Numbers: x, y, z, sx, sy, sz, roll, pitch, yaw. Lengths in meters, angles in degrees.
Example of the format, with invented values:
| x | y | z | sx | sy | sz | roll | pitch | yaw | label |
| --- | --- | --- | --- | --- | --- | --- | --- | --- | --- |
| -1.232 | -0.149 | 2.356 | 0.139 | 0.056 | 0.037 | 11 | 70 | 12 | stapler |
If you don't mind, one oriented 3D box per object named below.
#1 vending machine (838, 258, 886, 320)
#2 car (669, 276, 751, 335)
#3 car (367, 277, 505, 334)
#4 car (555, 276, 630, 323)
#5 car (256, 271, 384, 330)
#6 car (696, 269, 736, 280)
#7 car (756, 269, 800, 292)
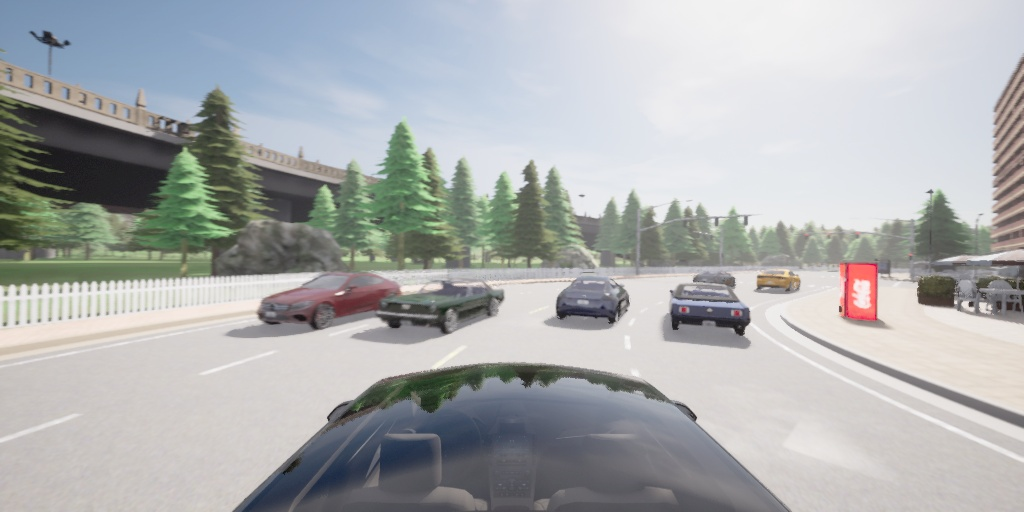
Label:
| x | y | z | sx | sy | sz | roll | pitch | yaw | label |
| --- | --- | --- | --- | --- | --- | --- | --- | --- | --- |
| 11.926 | 1.212 | 12.370 | 1.100 | 2.100 | 0.880 | 0 | 0 | 36 | vending machine |
| 6.018 | 1.501 | 11.383 | 1.895 | 1.301 | 4.718 | 1 | 0 | 23 | car |
| -1.868 | 1.350 | 10.865 | 1.895 | 1.301 | 4.718 | 1 | 0 | 20 | car |
| 2.999 | 1.413 | 12.850 | 1.994 | 1.385 | 4.181 | 1 | 0 | 24 | car |
| -5.262 | 1.211 | 11.109 | 1.812 | 1.442 | 4.674 | 1 | 0 | 18 | car |
| 15.195 | 1.697 | 26.877 | 4.181 | 1.385 | 1.994 | 1 | 0 | -43 | car |
| 19.247 | 1.683 | 25.863 | 5.008 | 1.535 | 1.882 | 1 | 0 | -42 | car |
